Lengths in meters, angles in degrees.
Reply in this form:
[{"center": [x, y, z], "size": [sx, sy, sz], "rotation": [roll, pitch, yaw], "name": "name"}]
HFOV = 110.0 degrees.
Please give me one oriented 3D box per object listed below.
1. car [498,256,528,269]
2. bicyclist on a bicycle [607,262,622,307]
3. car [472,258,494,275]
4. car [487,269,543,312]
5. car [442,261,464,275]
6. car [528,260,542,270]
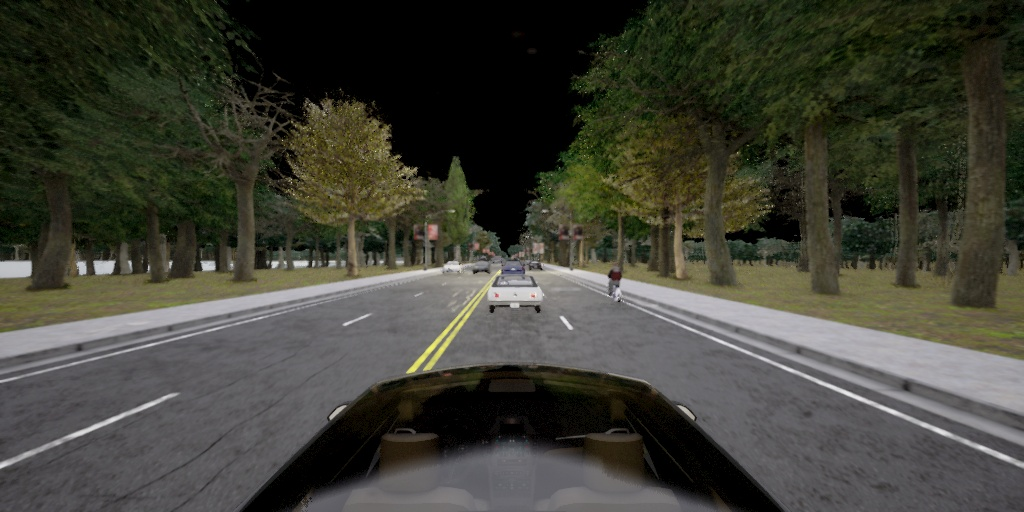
[{"center": [0.114, 1.130, 32.434], "size": [2.097, 1.767, 4.553], "rotation": [0, 0, 0], "name": "car"}, {"center": [4.147, 1.127, 14.600], "size": [0.659, 1.776, 1.843], "rotation": [0, 0, 0], "name": "bicyclist on a bicycle"}, {"center": [-3.321, 1.300, 39.988], "size": [1.837, 1.490, 4.892], "rotation": [0, 0, 0], "name": "car"}, {"center": [0.104, 1.357, 14.187], "size": [1.895, 1.301, 4.718], "rotation": [0, 0, 0], "name": "car"}, {"center": [-6.570, 1.321, 40.118], "size": [1.812, 1.442, 4.674], "rotation": [0, 0, 0], "name": "car"}, {"center": [3.373, 1.362, 53.160], "size": [1.812, 1.442, 4.674], "rotation": [0, 0, 0], "name": "car"}]
